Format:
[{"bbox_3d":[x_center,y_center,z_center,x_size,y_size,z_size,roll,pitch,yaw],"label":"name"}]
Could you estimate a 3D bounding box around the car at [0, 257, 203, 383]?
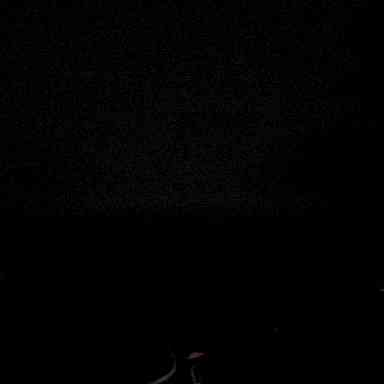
[{"bbox_3d":[-2.069,1.347,1.551,4.553,1.767,2.097,0,0,-35],"label":"car"}]
